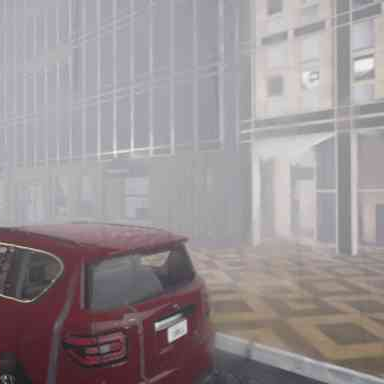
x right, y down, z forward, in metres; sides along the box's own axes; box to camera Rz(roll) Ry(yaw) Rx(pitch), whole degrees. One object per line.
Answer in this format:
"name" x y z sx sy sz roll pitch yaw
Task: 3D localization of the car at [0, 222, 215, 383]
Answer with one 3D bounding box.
"car" -2.070 1.329 4.363 5.009 1.841 2.192 0 0 36
